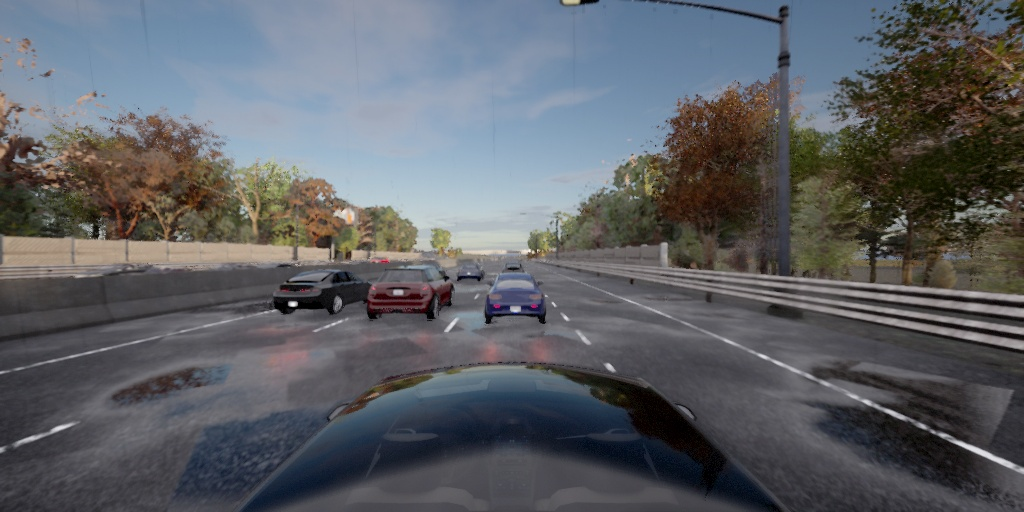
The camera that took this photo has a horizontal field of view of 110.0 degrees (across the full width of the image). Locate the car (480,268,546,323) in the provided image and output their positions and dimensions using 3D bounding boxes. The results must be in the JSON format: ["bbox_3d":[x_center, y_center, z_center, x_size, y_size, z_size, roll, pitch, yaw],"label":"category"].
[{"bbox_3d":[0.098,1.286,12.112,1.812,1.442,4.674,0,0,0],"label":"car"}]

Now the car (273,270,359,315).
[{"bbox_3d":[-6.902,1.267,13.719,1.837,1.490,4.892,0,0,0],"label":"car"}]

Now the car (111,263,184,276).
[{"bbox_3d":[-24.604,1.380,25.365,1.895,1.301,4.718,0,0,0],"label":"car"}]

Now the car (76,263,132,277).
[{"bbox_3d":[-28.101,1.271,25.851,2.128,1.511,4.902,0,0,0],"label":"car"}]

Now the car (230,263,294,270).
[{"bbox_3d":[-17.602,1.285,26.210,1.837,1.490,4.892,0,0,0],"label":"car"}]

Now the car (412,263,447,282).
[{"bbox_3d":[-6.904,1.351,30.452,1.994,1.385,4.181,0,0,0],"label":"car"}]

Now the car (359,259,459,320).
[{"bbox_3d":[-3.403,1.113,12.863,2.097,1.767,4.553,0,0,0],"label":"car"}]

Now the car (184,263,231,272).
[{"bbox_3d":[-21.102,1.273,26.871,2.128,1.511,4.902,0,0,0],"label":"car"}]

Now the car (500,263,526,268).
[{"bbox_3d":[0.094,1.291,29.851,1.837,1.490,4.892,0,0,0],"label":"car"}]

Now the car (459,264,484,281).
[{"bbox_3d":[-3.404,1.351,30.292,1.994,1.385,4.181,0,0,0],"label":"car"}]
